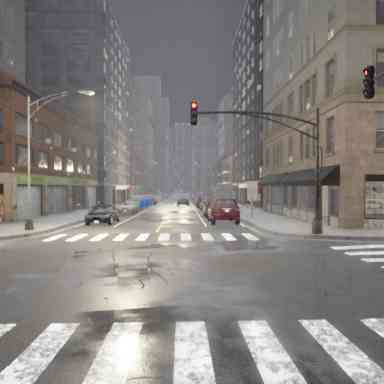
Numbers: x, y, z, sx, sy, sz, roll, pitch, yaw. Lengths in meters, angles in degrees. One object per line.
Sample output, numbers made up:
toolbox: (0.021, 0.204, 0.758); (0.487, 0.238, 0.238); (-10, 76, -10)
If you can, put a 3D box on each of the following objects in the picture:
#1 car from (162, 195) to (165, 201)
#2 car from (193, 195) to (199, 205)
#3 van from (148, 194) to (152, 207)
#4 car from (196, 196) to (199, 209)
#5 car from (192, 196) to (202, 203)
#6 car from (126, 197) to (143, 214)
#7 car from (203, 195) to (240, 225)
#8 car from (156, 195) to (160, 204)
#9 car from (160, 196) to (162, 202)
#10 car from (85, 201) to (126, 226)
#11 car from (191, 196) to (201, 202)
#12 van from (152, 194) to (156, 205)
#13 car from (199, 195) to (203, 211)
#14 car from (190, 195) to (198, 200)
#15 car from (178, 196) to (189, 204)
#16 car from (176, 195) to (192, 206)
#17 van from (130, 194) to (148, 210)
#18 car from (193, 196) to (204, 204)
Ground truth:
car: (-7.665, 1.424, 74.074); (1.967, 1.590, 4.097); (-1, 0, -2)
car: (1.621, 1.314, 46.387); (2.192, 1.841, 5.009); (-1, 0, -2)
van: (-6.907, 1.340, 46.156); (1.690, 1.788, 3.998); (-1, 0, -2)
car: (1.769, 1.526, 40.974); (1.752, 1.417, 4.829); (-1, 0, -2)
car: (1.021, 1.554, 68.723); (1.947, 1.339, 4.313); (-1, 0, -2)
car: (-6.596, 1.527, 34.818); (1.752, 1.417, 4.829); (-1, 0, -2)
car: (2.223, 1.317, 24.052); (2.192, 1.841, 5.009); (-1, 0, -2)
car: (-7.211, 1.309, 57.324); (2.192, 1.841, 5.009); (-1, 0, -2)
car: (-7.361, 1.431, 62.907); (1.967, 1.590, 4.097); (-1, 0, -2)
car: (-6.296, 1.568, 23.821); (1.947, 1.339, 4.313); (-1, 0, -2)
car: (0.871, 1.535, 74.307); (2.008, 1.369, 4.403); (-1, 0, -2)
van: (-7.058, 1.338, 51.740); (1.690, 1.788, 3.998); (-1, 0, -2)
car: (2.073, 1.317, 29.636); (2.192, 1.841, 5.009); (-1, 0, -2)
car: (0.419, 1.521, 91.058); (2.008, 1.369, 4.403); (-1, 0, -2)
car: (-1.706, 1.538, 63.817); (2.033, 1.411, 5.357); (0, 0, -2)
car: (-1.422, 1.501, 53.399); (1.837, 1.490, 4.892); (0, 0, -2)
van: (-6.754, 1.342, 40.572); (1.690, 1.788, 3.998); (-1, 0, -2)
car: (1.172, 1.557, 63.139); (1.947, 1.339, 4.313); (-1, 0, -2)
